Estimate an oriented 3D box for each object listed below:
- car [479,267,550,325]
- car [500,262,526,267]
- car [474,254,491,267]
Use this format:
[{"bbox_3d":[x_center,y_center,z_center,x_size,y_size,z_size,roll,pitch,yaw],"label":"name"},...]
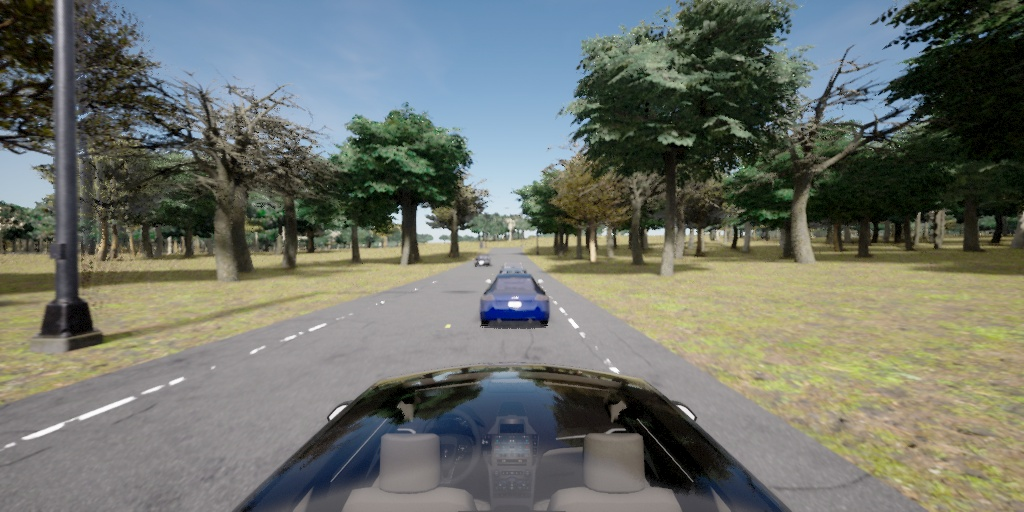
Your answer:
[{"bbox_3d":[0.081,1.224,11.400,1.994,1.385,4.181,0,0,0],"label":"car"},{"bbox_3d":[0.080,1.104,26.213,1.895,1.301,4.718,0,1,0],"label":"car"},{"bbox_3d":[-3.586,0.565,44.565,2.128,1.511,4.902,0,2,0],"label":"car"}]
